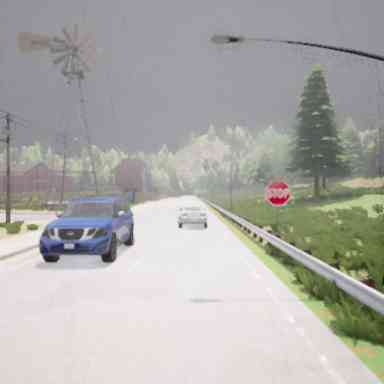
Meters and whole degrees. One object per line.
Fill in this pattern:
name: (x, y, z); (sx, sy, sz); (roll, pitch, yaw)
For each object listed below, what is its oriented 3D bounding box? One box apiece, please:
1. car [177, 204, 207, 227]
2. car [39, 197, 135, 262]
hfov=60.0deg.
car: (-0.029, 1.531, 22.535); (1.812, 1.442, 4.674); (0, 0, -4)
car: (-3.561, 1.225, 12.444); (2.150, 2.045, 5.566); (0, 0, 0)
